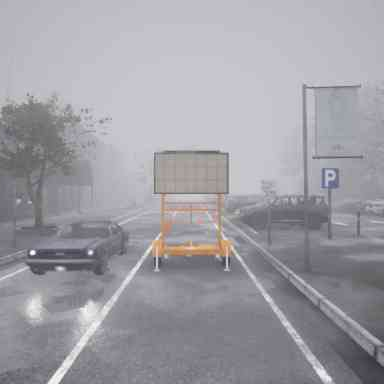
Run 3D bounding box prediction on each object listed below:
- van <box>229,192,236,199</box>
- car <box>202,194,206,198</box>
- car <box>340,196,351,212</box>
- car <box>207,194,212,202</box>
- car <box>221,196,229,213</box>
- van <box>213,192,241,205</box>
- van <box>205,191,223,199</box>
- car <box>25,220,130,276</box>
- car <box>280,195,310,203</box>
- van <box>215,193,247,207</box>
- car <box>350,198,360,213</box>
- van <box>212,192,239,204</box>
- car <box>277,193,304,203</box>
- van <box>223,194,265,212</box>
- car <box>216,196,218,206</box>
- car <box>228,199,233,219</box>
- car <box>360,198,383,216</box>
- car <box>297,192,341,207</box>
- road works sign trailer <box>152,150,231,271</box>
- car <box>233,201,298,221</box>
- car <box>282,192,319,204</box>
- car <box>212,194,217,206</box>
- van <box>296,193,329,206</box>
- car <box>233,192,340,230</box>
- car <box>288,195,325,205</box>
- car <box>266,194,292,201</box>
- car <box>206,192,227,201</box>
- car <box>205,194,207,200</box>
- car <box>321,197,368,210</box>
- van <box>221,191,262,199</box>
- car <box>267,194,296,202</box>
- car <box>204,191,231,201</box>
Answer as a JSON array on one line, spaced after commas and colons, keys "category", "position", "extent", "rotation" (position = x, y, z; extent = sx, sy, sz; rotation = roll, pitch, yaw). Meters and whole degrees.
[{"category": "van", "position": [5.780, 1.220, 28.985], "extent": [4.442, 1.987, 1.878], "rotation": [0, 0, 0]}, {"category": "car", "position": [5.498, 0.917, 68.236], "extent": [5.566, 2.045, 2.435], "rotation": [0, 1, 0]}, {"category": "car", "position": [18.715, 1.433, 35.370], "extent": [5.008, 1.535, 2.097], "rotation": [0, 0, 0]}, {"category": "car", "position": [5.557, 1.079, 51.417], "extent": [5.566, 2.045, 2.435], "rotation": [0, 1, 0]}, {"category": "car", "position": [5.648, 1.441, 31.788], "extent": [5.008, 1.535, 2.097], "rotation": [0, 0, 0]}, {"category": "van", "position": [5.692, 1.078, 54.221], "extent": [4.442, 1.987, 1.878], "rotation": [0, 1, 0]}, {"category": "van", "position": [5.362, 0.807, 82.252], "extent": [4.442, 1.987, 1.878], "rotation": [0, 1, 0]}, {"category": "car", "position": [-3.272, 1.595, 10.474], "extent": [1.895, 1.301, 4.718], "rotation": [0, 0, 0]}, {"category": "car", "position": [18.605, 1.275, 60.356], "extent": [4.792, 1.488, 2.163], "rotation": [0, 1, 0]}, {"category": "van", "position": [5.712, 1.131, 48.617], "extent": [4.442, 1.987, 1.878], "rotation": [0, 0, 0]}, {"category": "car", "position": [18.724, 1.442, 32.592], "extent": [4.892, 1.521, 2.231], "rotation": [0, 0, 0]}, {"category": "van", "position": [5.682, 1.051, 57.024], "extent": [4.442, 1.987, 1.878], "rotation": [0, 1, 0]}, {"category": "car", "position": [18.655, 1.093, 63.131], "extent": [4.553, 1.767, 2.185], "rotation": [0, 1, 0]}, {"category": "van", "position": [5.751, 1.199, 37.397], "extent": [4.442, 1.987, 1.878], "rotation": [0, 0, 0]}, {"category": "car", "position": [5.653, 1.444, 40.200], "extent": [4.792, 1.488, 2.163], "rotation": [0, 0, 0]}, {"category": "car", "position": [5.497, 1.453, 23.378], "extent": [5.366, 1.575, 1.946], "rotation": [0, 0, 0]}, {"category": "car", "position": [18.711, 1.194, 29.817], "extent": [5.566, 2.045, 2.435], "rotation": [0, 0, 0]}, {"category": "car", "position": [18.701, 1.101, 49.251], "extent": [5.566, 2.045, 2.435], "rotation": [0, 1, 0]}, {"category": "road works sign trailer", "position": [-0.027, 0.458, 10.831], "extent": [2.380, 3.560, 2.880], "rotation": [0, 0, -1]}, {"category": "car", "position": [5.676, 1.491, 26.182], "extent": [4.674, 1.452, 2.002], "rotation": [0, 0, 0]}, {"category": "car", "position": [18.672, 1.021, 57.578], "extent": [5.566, 2.045, 2.435], "rotation": [0, 1, 0]}, {"category": "car", "position": [5.611, 1.379, 45.811], "extent": [4.892, 1.521, 2.231], "rotation": [0, 0, 0]}, {"category": "van", "position": [18.780, 1.100, 52.028], "extent": [4.442, 1.987, 1.878], "rotation": [0, 1, 0]}, {"category": "car", "position": [5.664, 1.210, 20.574], "extent": [5.566, 2.045, 2.435], "rotation": [0, 0, 0]}, {"category": "car", "position": [18.839, 1.296, 54.805], "extent": [5.366, 1.575, 1.946], "rotation": [0, 1, 0]}, {"category": "car", "position": [18.601, 1.140, 71.459], "extent": [4.892, 1.521, 2.231], "rotation": [0, 1, 0]}, {"category": "car", "position": [5.476, 0.989, 73.844], "extent": [4.553, 1.767, 2.185], "rotation": [0, 1, 0]}, {"category": "car", "position": [5.534, 1.236, 65.436], "extent": [4.674, 1.452, 2.002], "rotation": [0, 1, 0]}, {"category": "car", "position": [18.672, 1.443, 40.919], "extent": [4.792, 1.488, 2.163], "rotation": [0, 0, 0]}, {"category": "van", "position": [5.527, 1.209, 34.594], "extent": [4.442, 1.987, 1.878], "rotation": [0, 0, 0]}, {"category": "car", "position": [18.420, 1.162, 68.682], "extent": [5.366, 1.575, 1.946], "rotation": [0, 1, 0]}, {"category": "car", "position": [5.489, 0.890, 71.040], "extent": [5.566, 2.045, 2.435], "rotation": [0, 1, 0]}]
